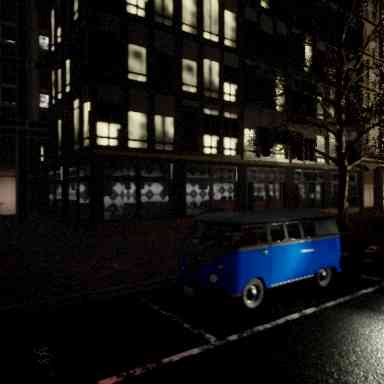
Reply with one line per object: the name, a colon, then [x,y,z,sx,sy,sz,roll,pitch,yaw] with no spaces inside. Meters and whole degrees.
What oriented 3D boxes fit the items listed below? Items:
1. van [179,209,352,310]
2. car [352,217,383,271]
van: [1.638,1.316,7.459,3.998,1.788,1.690,0,0,-36]
car: [6.139,1.494,10.701,4.507,1.381,1.887,0,0,-36]
